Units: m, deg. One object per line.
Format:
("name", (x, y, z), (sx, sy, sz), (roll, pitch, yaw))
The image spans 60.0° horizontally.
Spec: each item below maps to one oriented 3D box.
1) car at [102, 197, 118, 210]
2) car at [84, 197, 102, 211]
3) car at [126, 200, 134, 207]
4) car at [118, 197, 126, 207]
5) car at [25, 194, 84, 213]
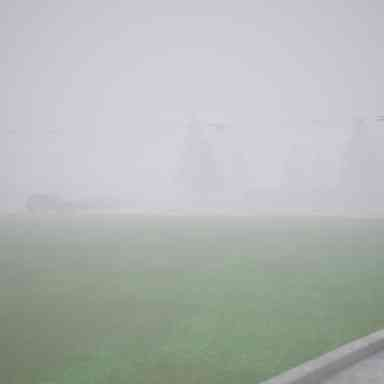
("car", (-12.390, 1.438, 41.994), (4.902, 1.511, 2.128), (0, 0, 12))
("car", (-13.401, 1.552, 38.631), (4.718, 1.301, 1.895), (0, 0, 12))
("car", (-11.013, 1.441, 48.857), (4.892, 1.490, 1.837), (-1, 0, 12))
("car", (-11.701, 1.504, 45.425), (4.181, 1.385, 1.994), (0, 0, 12))
("car", (-14.853, 1.184, 35.362), (5.566, 2.045, 2.150), (0, 0, 12))
